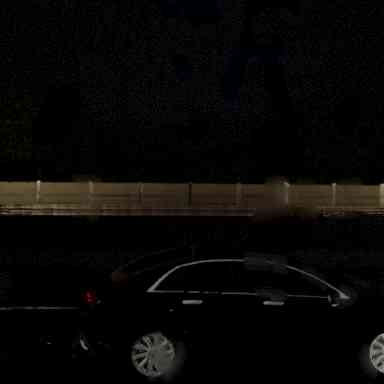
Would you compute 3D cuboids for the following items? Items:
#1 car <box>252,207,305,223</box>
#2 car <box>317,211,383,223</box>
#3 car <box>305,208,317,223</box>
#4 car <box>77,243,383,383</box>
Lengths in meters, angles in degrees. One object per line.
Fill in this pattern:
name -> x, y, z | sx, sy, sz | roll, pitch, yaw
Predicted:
car -> 6.582, 1.776, 22.843 | 4.892, 1.490, 1.837 | 1, -1, -3
car -> 8.567, 1.786, 15.925 | 4.181, 1.385, 1.994 | 0, -1, -3
car -> 9.187, 1.824, 19.457 | 4.181, 1.385, 1.994 | 0, -1, -3
car -> 0.895, 1.557, 4.868 | 4.892, 1.490, 1.837 | 1, -1, -3
